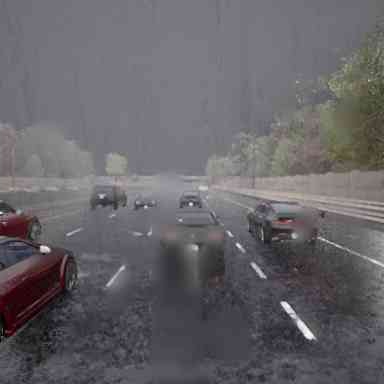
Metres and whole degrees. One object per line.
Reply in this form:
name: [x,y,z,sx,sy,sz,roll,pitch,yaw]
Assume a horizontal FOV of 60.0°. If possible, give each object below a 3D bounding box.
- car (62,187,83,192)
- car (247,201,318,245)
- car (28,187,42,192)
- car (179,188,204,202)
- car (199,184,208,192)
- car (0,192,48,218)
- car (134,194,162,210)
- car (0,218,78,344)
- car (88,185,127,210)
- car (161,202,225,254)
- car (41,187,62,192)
car: [-21.448,-0.140,61.418,2.033,1.411,5.357,0,2,0]
car: [3.405,1.119,13.283,1.837,1.490,4.892,0,2,0]
car: [-28.442,-0.180,61.475,1.837,1.490,4.892,0,2,0]
car: [-0.109,0.676,29.530,1.837,1.490,4.892,0,2,0]
car: [2.902,-1.074,83.953,2.150,2.045,5.566,0,1,0]
car: [-6.983,1.040,11.190,2.097,1.767,4.553,0,2,0]
car: [-3.598,0.815,28.094,1.895,1.301,4.718,0,2,0]
car: [-3.436,1.409,5.470,1.994,1.385,4.181,0,2,0]
car: [-7.108,0.420,28.767,2.150,2.045,5.566,0,2,0]
car: [0.017,1.266,11.795,1.895,1.301,4.718,0,2,0]
car: [-24.947,-0.125,60.954,2.033,1.411,5.357,0,2,0]
